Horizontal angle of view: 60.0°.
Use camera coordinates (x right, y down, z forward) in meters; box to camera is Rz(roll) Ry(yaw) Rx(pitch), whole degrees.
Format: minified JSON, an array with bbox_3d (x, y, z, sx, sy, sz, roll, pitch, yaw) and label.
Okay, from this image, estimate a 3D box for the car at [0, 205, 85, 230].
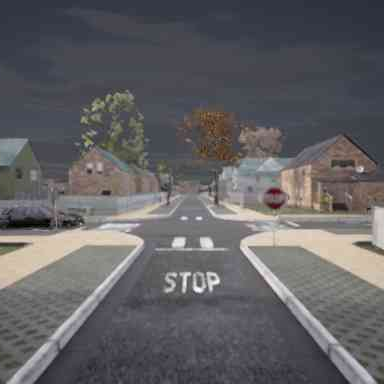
[{"bbox_3d":[-9.015,1.439,19.030,5.357,1.411,2.033,0,0,1],"label":"car"}]
